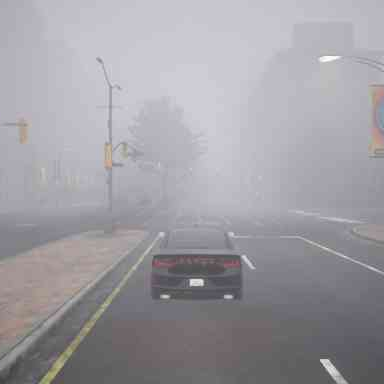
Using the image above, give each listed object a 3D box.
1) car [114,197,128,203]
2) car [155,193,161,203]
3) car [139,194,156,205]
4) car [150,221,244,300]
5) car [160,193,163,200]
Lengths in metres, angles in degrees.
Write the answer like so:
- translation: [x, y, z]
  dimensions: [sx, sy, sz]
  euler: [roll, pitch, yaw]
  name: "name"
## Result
- translation: [-14.460, 1.595, 67.846]
  dimensions: [1.895, 1.301, 4.718]
  euler: [0, 0, 0]
  name: "car"
- translation: [-7.754, 1.526, 65.732]
  dimensions: [1.812, 1.442, 4.674]
  euler: [0, 0, 1]
  name: "car"
- translation: [-7.841, 1.505, 56.473]
  dimensions: [1.837, 1.490, 4.892]
  euler: [0, 0, 1]
  name: "car"
- translation: [0.114, 1.478, 8.462]
  dimensions: [1.882, 1.535, 5.008]
  euler: [0, 0, 1]
  name: "car"
- translation: [-7.674, 1.225, 76.484]
  dimensions: [2.150, 2.045, 5.566]
  euler: [0, 0, 0]
  name: "car"
